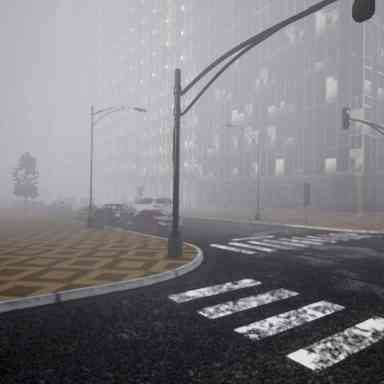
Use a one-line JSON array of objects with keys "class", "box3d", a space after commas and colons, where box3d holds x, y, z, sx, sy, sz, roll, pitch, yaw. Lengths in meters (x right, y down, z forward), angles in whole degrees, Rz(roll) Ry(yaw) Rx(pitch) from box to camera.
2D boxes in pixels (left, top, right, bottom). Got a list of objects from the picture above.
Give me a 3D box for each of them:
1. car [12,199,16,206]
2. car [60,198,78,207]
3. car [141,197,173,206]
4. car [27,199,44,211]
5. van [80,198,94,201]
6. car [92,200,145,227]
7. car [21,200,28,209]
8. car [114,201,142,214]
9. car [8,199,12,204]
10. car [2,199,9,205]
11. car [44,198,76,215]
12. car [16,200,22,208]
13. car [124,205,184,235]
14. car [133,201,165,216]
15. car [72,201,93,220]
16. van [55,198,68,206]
[{"class": "car", "box3d": [-31.407, 2.122, 61.391, 2.008, 1.369, 4.403, 1, -1, -35]}, {"class": "car", "box3d": [-24.535, 2.033, 66.190, 2.192, 1.841, 5.009, 1, -1, -35]}, {"class": "car", "box3d": [-3.929, 1.512, 32.180, 2.150, 2.045, 5.566, 1, -1, -35]}, {"class": "car", "box3d": [-21.646, 1.957, 47.412, 2.008, 1.369, 4.403, 1, -1, -35]}, {"class": "van", "box3d": [-18.028, 1.949, 56.870, 1.690, 1.788, 3.998, 1, -1, -35]}, {"class": "car", "box3d": [-5.379, 1.573, 24.113, 1.967, 1.590, 4.097, 1, -1, -35]}, {"class": "car", "box3d": [-24.900, 2.027, 52.071, 1.947, 1.339, 4.313, 1, -1, -35]}, {"class": "car", "box3d": [-8.365, 1.971, 43.027, 1.752, 1.417, 4.829, 1, -1, -35]}, {"class": "car", "box3d": [-34.660, 2.208, 66.051, 1.802, 1.307, 4.206, 1, -1, -35]}, {"class": "car", "box3d": [-41.168, 2.286, 75.372, 2.008, 1.369, 4.403, 1, -1, -35]}, {"class": "car", "box3d": [-15.139, 1.737, 38.093, 1.967, 1.590, 4.097, 1, -1, -35]}, {"class": "car", "box3d": [-28.153, 2.061, 56.732, 1.887, 1.381, 4.507, 1, -1, -35]}, {"class": "car", "box3d": [-2.126, 1.660, 19.451, 1.802, 1.307, 4.206, 1, -1, -35]}, {"class": "car", "box3d": [-5.015, 1.830, 38.229, 1.967, 1.590, 4.097, 1, -1, -35]}, {"class": "car", "box3d": [-8.535, 1.711, 28.633, 1.752, 1.417, 4.829, 1, -1, -35]}, {"class": "van", "box3d": [-27.789, 2.114, 70.850, 1.690, 1.788, 3.998, 1, -1, -35]}]
